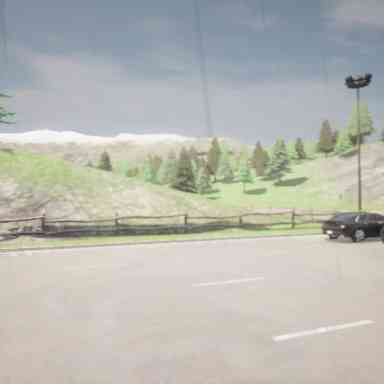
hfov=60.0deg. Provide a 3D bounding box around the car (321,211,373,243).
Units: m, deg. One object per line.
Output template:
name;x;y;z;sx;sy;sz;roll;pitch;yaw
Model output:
car;9.221;1.782;17.699;4.892;1.490;1.837;0;-1;-21

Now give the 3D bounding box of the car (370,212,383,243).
car;10.474;1.716;14.431;4.892;1.490;1.837;0;-1;-21
